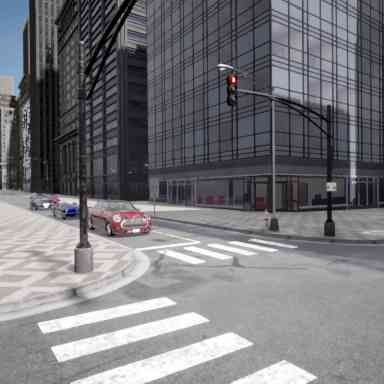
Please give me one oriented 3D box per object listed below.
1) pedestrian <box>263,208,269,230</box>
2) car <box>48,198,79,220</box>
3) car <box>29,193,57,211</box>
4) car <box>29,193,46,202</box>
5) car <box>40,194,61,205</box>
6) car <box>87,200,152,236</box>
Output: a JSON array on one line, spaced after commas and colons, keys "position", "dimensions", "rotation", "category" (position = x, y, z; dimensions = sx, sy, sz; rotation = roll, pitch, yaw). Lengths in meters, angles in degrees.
[{"position": [3.894, 1.374, 17.302], "dimensions": [0.500, 1.100, 0.500], "rotation": [0, 0, -34], "category": "pedestrian"}, {"position": [-9.616, 1.390, 26.083], "dimensions": [1.895, 1.301, 4.718], "rotation": [-1, 1, -34], "category": "car"}, {"position": [-16.038, 1.168, 35.543], "dimensions": [2.128, 1.511, 4.902], "rotation": [-1, 1, -34], "category": "car"}, {"position": [-26.145, 0.883, 56.046], "dimensions": [1.837, 1.490, 4.892], "rotation": [-1, 1, -34], "category": "car"}, {"position": [-20.279, 1.070, 47.429], "dimensions": [1.994, 1.385, 4.181], "rotation": [-1, 1, -34], "category": "car"}, {"position": [-3.931, 1.234, 17.708], "dimensions": [2.097, 1.767, 4.553], "rotation": [-1, 1, -34], "category": "car"}]
